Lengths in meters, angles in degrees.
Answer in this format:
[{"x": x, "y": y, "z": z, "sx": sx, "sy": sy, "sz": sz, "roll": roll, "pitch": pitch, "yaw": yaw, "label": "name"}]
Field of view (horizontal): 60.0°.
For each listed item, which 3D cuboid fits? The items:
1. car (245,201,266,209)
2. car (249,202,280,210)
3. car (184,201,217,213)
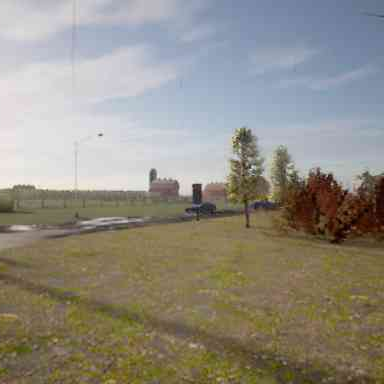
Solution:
[{"x": 10.926, "y": 2.165, "z": 57.044, "sx": 1.895, "sy": 1.301, "sz": 4.718, "roll": -1, "pitch": -1, "yaw": 31, "label": "car"}, {"x": 11.072, "y": 1.610, "z": 50.519, "sx": 2.150, "sy": 2.045, "sz": 5.566, "roll": -1, "pitch": -1, "yaw": 32, "label": "car"}, {"x": 1.154, "y": 1.875, "z": 41.319, "sx": 2.033, "sy": 1.411, "sz": 5.357, "roll": -1, "pitch": -1, "yaw": 32, "label": "car"}]
